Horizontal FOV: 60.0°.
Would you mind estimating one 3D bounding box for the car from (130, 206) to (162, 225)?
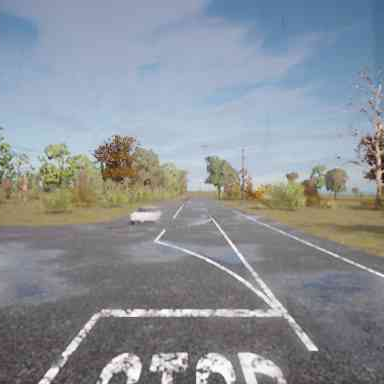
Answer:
[{"bbox_3d":[-3.432,1.749,25.411,1.895,1.301,4.718,0,0,0],"label":"car"}]

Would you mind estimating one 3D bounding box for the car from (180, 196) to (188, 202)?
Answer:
[{"bbox_3d":[-2.130,1.898,90.999,1.882,1.535,5.008,0,0,7],"label":"car"}]
